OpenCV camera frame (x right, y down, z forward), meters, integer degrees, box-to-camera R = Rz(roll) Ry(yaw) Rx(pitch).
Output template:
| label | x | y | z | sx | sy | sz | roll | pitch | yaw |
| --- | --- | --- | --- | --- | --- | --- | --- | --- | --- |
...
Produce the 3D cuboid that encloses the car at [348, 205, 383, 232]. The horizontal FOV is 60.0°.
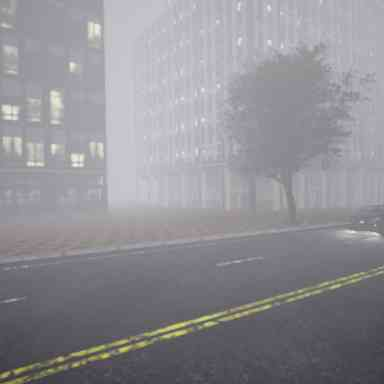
| label | x | y | z | sx | sy | sz | roll | pitch | yaw |
| --- | --- | --- | --- | --- | --- | --- | --- | --- | --- |
| car | 10.960 | 1.461 | 19.462 | 4.181 | 1.385 | 1.994 | 0 | 0 | -35 |
